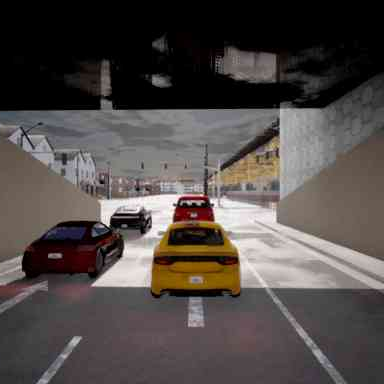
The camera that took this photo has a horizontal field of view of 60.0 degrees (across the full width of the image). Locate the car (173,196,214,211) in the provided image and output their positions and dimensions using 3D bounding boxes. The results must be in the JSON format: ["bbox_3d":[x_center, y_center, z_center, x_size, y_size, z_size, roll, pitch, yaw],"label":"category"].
[{"bbox_3d":[0.087,1.222,18.629,2.150,2.045,5.566,0,0,0],"label":"car"}]

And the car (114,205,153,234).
[{"bbox_3d":[-3.415,1.491,19.219,2.128,1.511,4.902,0,0,0],"label":"car"}]

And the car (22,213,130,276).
[{"bbox_3d":[-3.419,1.564,10.314,1.994,1.385,4.181,0,0,0],"label":"car"}]

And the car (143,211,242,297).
[{"bbox_3d":[0.082,1.478,8.646,1.882,1.535,5.008,0,0,0],"label":"car"}]
